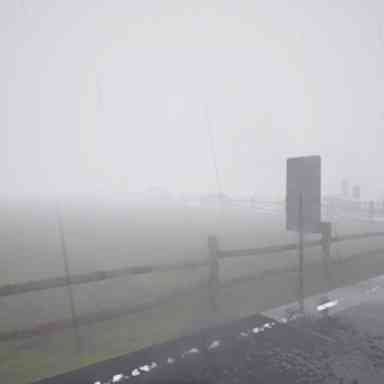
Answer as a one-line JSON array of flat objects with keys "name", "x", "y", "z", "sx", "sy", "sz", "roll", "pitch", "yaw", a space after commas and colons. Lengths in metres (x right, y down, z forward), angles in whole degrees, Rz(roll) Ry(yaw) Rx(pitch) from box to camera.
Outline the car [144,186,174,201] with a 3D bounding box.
[{"name": "car", "x": -4.770, "y": 0.206, "z": 47.337, "sx": 2.150, "sy": 2.045, "sz": 5.566, "roll": 1, "pitch": 1, "yaw": -35}]

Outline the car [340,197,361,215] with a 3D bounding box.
[{"name": "car", "x": 11.839, "y": 1.058, "z": 28.693, "sx": 1.882, "sy": 1.535, "sz": 5.008, "roll": 1, "pitch": 1, "yaw": -34}]

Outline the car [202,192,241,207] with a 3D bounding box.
[{"name": "car", "x": 3.132, "y": 0.777, "z": 36.047, "sx": 1.882, "sy": 1.535, "sz": 5.008, "roll": 1, "pitch": 1, "yaw": -35}]

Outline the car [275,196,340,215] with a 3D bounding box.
[{"name": "car", "x": 9.153, "y": 1.020, "z": 27.468, "sx": 1.882, "sy": 1.535, "sz": 5.008, "roll": 1, "pitch": 1, "yaw": -35}]
